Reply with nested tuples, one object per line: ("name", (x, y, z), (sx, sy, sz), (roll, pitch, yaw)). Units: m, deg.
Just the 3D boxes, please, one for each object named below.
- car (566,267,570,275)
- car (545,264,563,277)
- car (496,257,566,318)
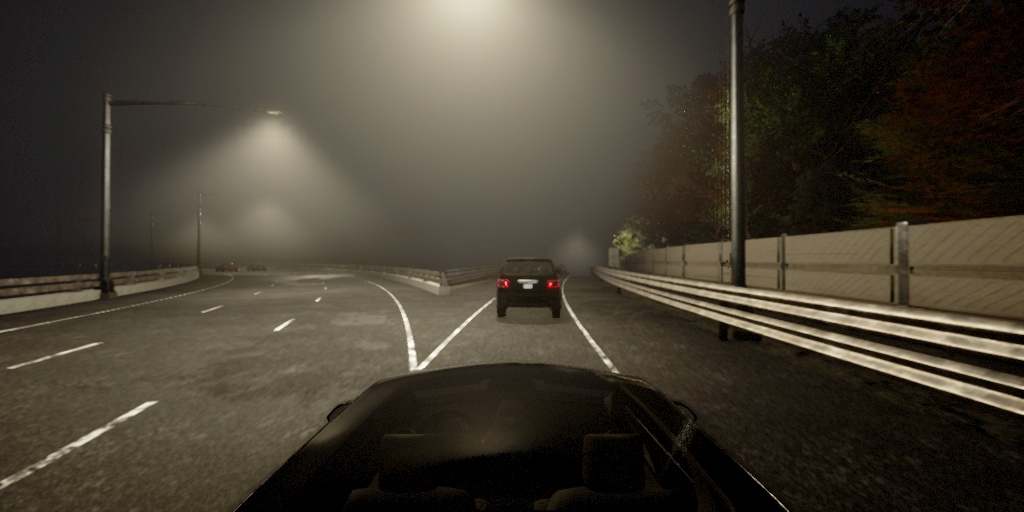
("car", (7.502, 2.139, 56.288), (2.097, 1.767, 4.553), (0, -3, 11))
("car", (5.263, 1.800, 44.561), (1.837, 1.490, 4.892), (0, -1, 11))
("car", (0.684, 1.087, 13.748), (2.150, 2.045, 5.566), (0, -1, 4))
